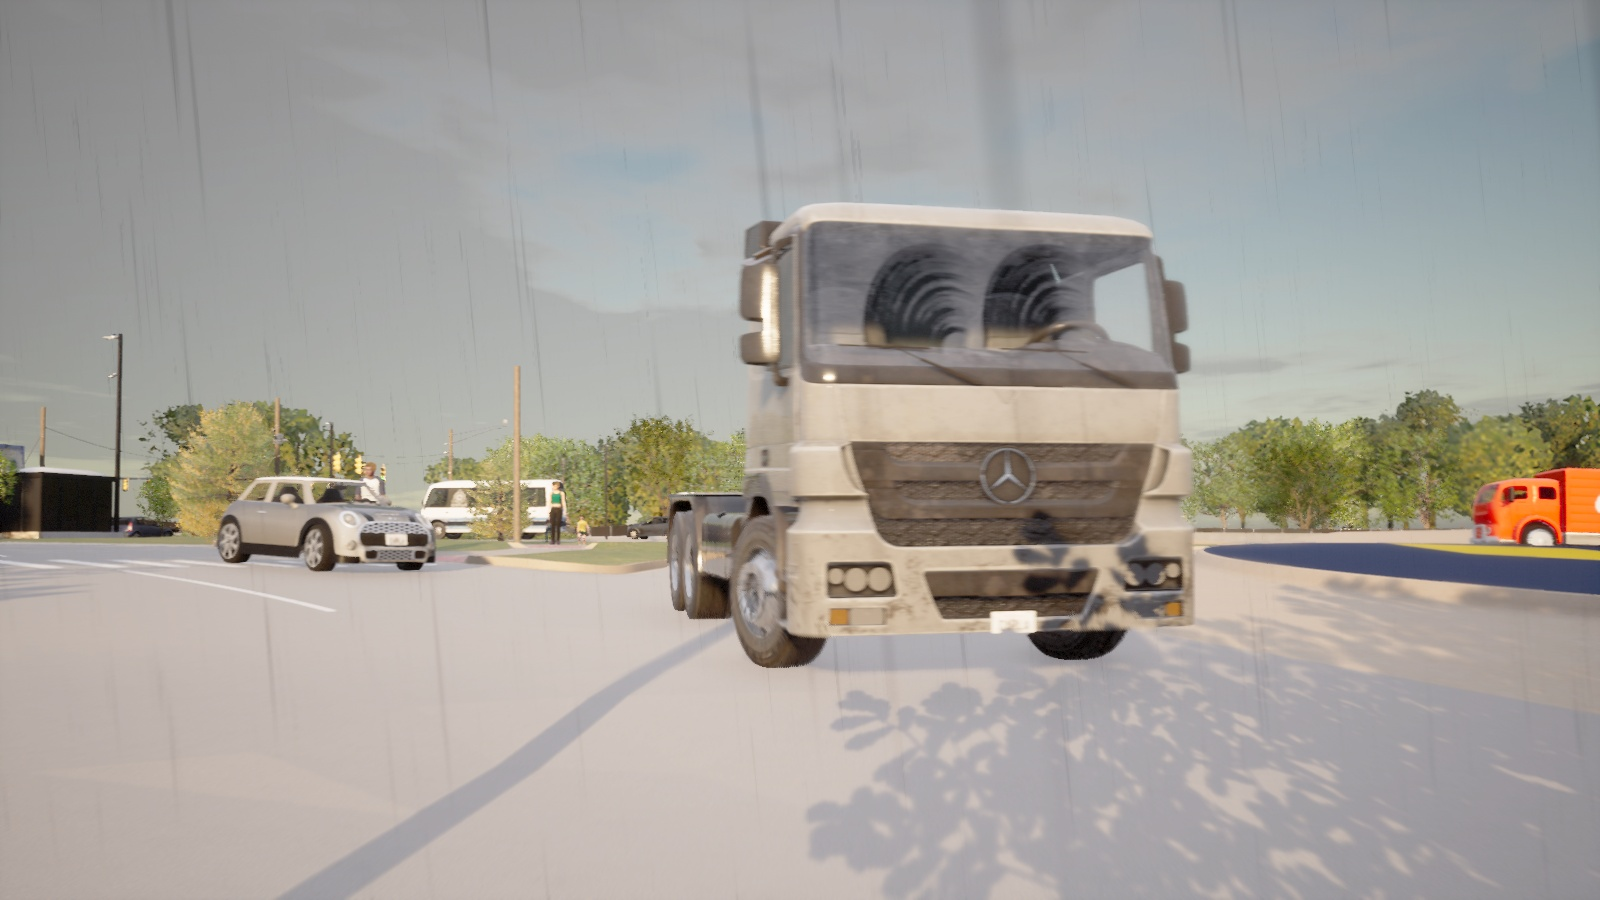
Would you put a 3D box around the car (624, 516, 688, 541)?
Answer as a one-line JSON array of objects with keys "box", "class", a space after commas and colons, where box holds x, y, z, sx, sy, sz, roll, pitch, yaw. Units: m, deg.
[{"box": [-10.020, 5.476, 87.442, 3.988, 1.617, 1.851, -2, -4, 20], "class": "car"}]

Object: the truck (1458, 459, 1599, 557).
[{"box": [21.288, 1.643, 34.397, 5.204, 2.467, 2.627, 1, -5, 9], "class": "truck"}]

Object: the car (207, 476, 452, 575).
[{"box": [-7.773, 1.213, 20.670, 3.806, 1.475, 1.970, -1, -4, 37], "class": "car"}]

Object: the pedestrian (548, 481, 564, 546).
[{"box": [-6.982, 1.834, 35.972, 0.345, 1.836, 0.594, -1, -4, -1], "class": "pedestrian"}]

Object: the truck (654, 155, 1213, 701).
[{"box": [0.488, 0.003, 12.142, 2.891, 3.462, 7.936, 0, -2, -13], "class": "truck"}]

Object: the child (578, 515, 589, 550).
[{"box": [-6.861, 2.621, 39.790, 0.255, 1.110, 0.394, -1, -4, 0], "class": "child"}]

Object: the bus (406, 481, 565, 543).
[{"box": [-22.429, 4.483, 89.972, 10.273, 4.253, 3.944, -1, -4, 9], "class": "bus"}]

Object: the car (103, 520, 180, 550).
[{"box": [-37.611, 4.854, 71.831, 1.851, 1.617, 3.988, -2, -4, 9], "class": "car"}]

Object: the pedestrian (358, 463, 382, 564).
[{"box": [-7.930, 1.174, 23.167, 0.354, 1.836, 0.706, 0, -4, -15], "class": "pedestrian"}]
